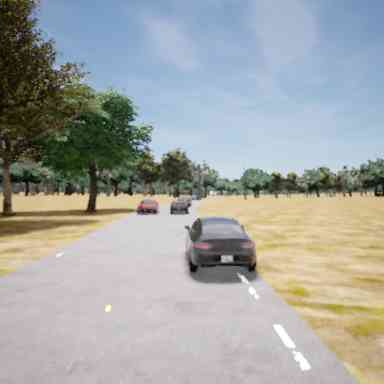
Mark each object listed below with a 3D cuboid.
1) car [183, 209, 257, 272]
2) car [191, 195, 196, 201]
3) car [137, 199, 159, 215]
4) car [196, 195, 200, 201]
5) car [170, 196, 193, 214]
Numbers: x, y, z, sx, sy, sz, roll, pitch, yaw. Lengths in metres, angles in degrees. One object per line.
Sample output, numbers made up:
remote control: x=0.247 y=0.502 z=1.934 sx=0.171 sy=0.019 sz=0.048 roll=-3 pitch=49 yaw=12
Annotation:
car: x=0.761 y=1.480 z=10.497 sx=1.812 sy=1.442 sz=4.674 roll=-1 pitch=0 yaw=-3
car: x=-1.007 y=1.340 z=49.071 sx=1.882 sy=1.535 sz=5.008 roll=-1 pitch=0 yaw=5
car: x=-4.412 y=1.457 z=33.598 sx=1.882 sy=1.535 sz=5.008 roll=-1 pitch=0 yaw=-1
car: x=0.440 y=1.316 z=75.187 sx=2.033 sy=1.411 sz=5.357 roll=-2 pitch=0 yaw=14
car: x=-1.275 y=1.407 z=34.554 sx=2.128 sy=1.511 sz=4.902 roll=-1 pitch=0 yaw=-1
